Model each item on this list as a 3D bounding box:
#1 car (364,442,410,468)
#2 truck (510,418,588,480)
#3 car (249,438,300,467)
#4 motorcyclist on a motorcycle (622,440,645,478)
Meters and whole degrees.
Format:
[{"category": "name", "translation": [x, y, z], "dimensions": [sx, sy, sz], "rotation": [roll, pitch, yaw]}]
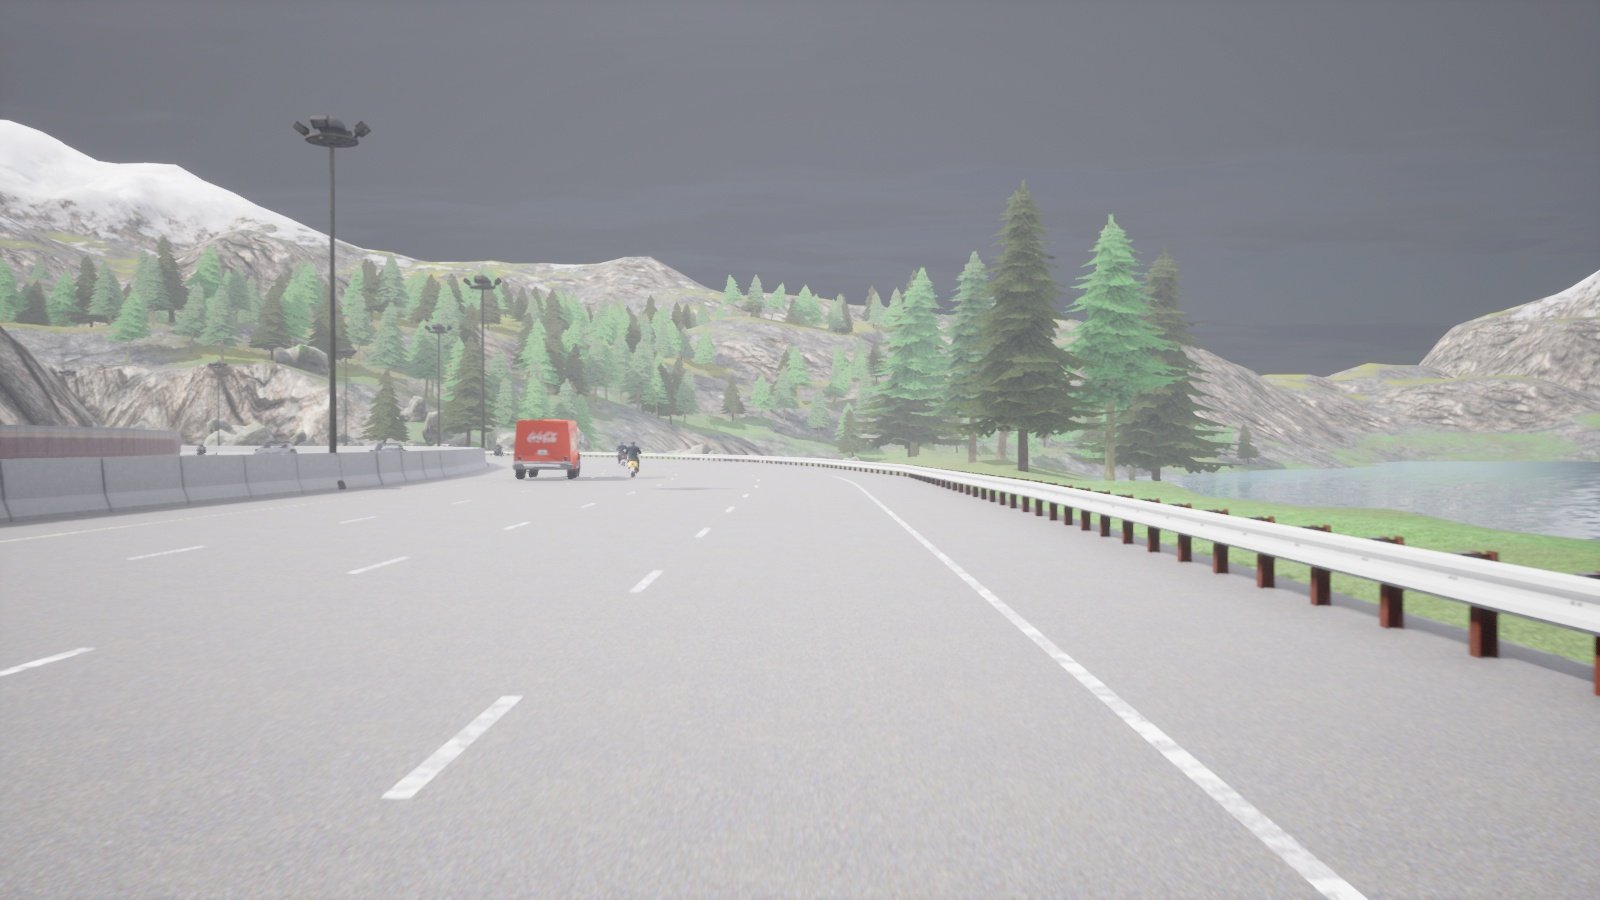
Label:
[{"category": "car", "translation": [-24.169, 0.268, 73.628], "dimensions": [2.128, 1.511, 4.902], "rotation": [0, 0, -13]}, {"category": "truck", "translation": [-10.622, -0.050, 53.470], "dimensions": [2.627, 2.467, 5.204], "rotation": [0, 0, -4]}, {"category": "car", "translation": [-32.109, 0.132, 76.785], "dimensions": [2.242, 1.667, 4.611], "rotation": [0, 0, -15]}, {"category": "motorcyclist on a motorcycle", "translation": [-7.235, 0.386, 54.666], "dimensions": [0.866, 1.590, 1.817], "rotation": [-1, 0, -4]}]
